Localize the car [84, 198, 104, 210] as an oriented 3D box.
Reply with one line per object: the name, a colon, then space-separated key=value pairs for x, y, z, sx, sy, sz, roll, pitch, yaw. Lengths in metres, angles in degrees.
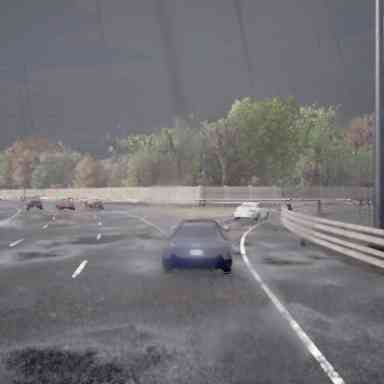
car: x=-13.111 y=1.581 z=44.293 sx=1.812 sy=1.442 sz=4.674 roll=0 pitch=0 yaw=-28

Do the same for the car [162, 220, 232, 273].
car: x=0.243 y=1.576 z=10.800 sx=1.994 sy=1.385 sz=4.181 roll=0 pitch=0 yaw=3

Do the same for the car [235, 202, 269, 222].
car: x=4.887 y=1.555 z=27.039 sx=1.812 sy=1.442 sz=4.674 roll=0 pitch=0 yaw=27

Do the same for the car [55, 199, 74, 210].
car: x=-16.692 y=1.619 z=43.540 sx=1.994 sy=1.385 sz=4.181 roll=0 pitch=0 yaw=-28

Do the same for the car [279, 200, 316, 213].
car: x=11.641 y=1.585 z=36.639 sx=5.357 sy=1.411 sz=2.033 roll=0 pitch=0 yaw=-44

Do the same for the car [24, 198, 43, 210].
car: x=-21.033 y=1.562 z=44.205 sx=1.837 sy=1.490 sz=4.892 roll=0 pitch=0 yaw=-29
